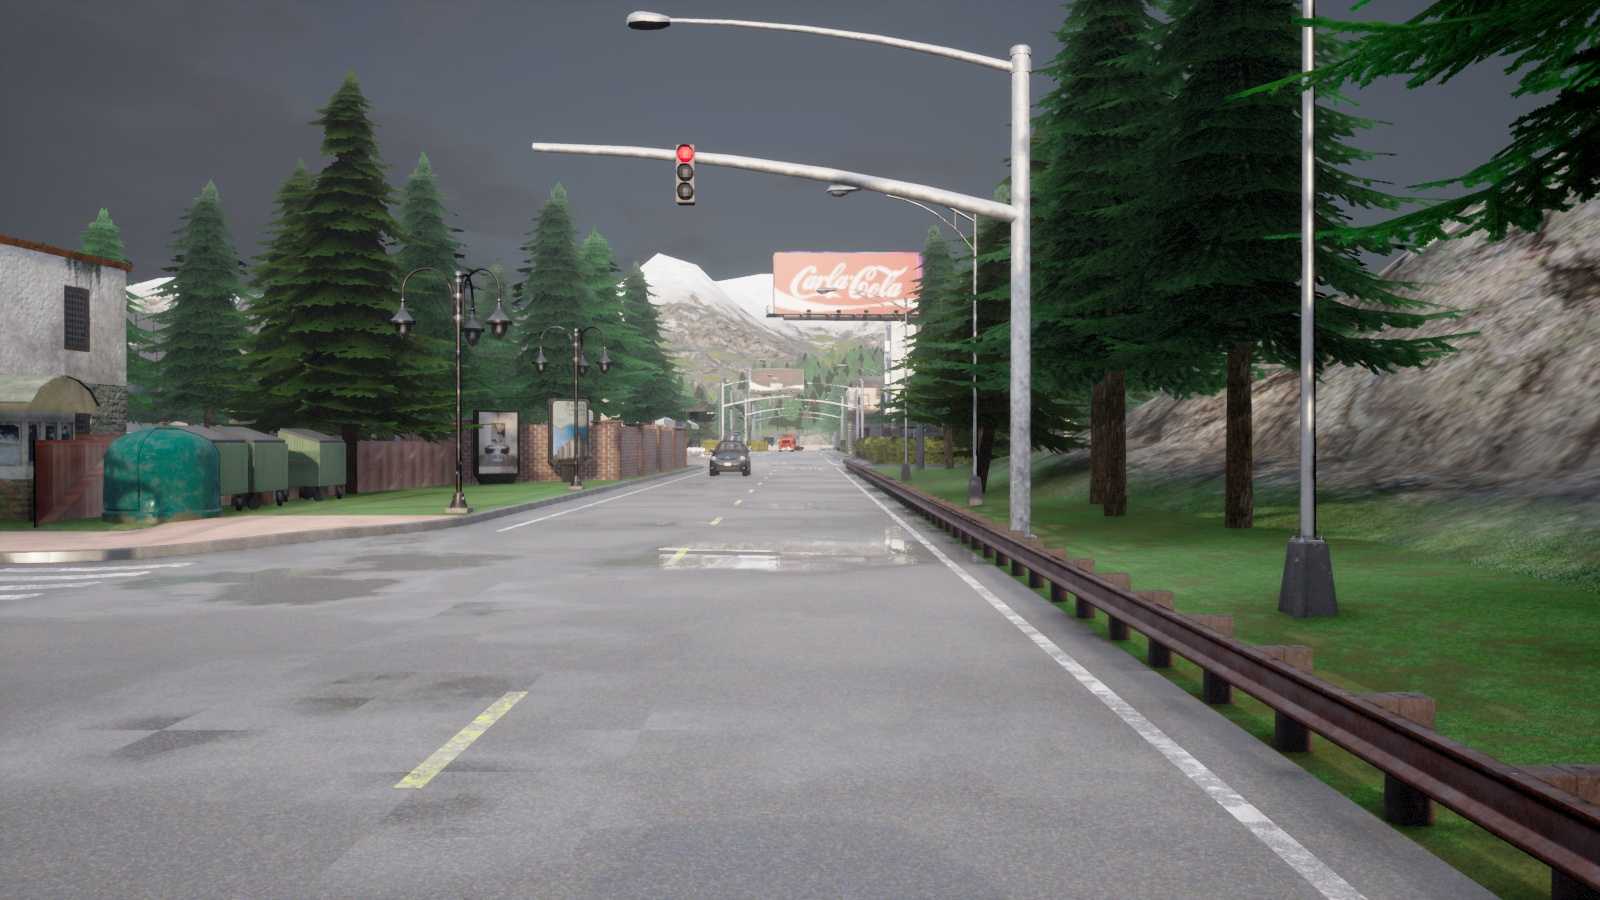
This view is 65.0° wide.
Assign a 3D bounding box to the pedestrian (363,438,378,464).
[{"bbox_3d":[-30.784,0.051,90.009,0.849,1.883,0.563,0,0,0],"label":"pedestrian"}]

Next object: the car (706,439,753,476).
[{"bbox_3d":[-3.158,0.321,56.898,1.851,1.617,3.988,0,0,0],"label":"car"}]
